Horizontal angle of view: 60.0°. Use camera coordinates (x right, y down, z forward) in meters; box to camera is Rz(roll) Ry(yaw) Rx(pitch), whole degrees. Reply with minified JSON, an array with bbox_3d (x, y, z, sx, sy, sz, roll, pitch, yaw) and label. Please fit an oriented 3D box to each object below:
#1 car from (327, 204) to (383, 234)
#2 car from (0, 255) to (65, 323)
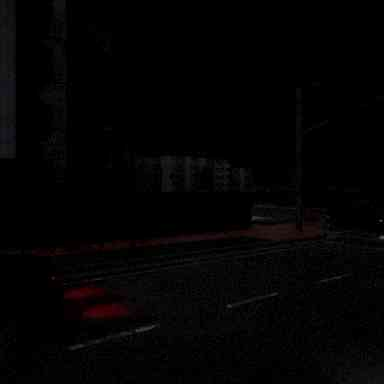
[{"bbox_3d":[10.074,1.488,19.625,2.128,1.511,4.902,0,0,-15],"label":"car"},{"bbox_3d":[-4.789,1.548,4.874,5.357,1.411,2.033,0,0,-36],"label":"car"}]
